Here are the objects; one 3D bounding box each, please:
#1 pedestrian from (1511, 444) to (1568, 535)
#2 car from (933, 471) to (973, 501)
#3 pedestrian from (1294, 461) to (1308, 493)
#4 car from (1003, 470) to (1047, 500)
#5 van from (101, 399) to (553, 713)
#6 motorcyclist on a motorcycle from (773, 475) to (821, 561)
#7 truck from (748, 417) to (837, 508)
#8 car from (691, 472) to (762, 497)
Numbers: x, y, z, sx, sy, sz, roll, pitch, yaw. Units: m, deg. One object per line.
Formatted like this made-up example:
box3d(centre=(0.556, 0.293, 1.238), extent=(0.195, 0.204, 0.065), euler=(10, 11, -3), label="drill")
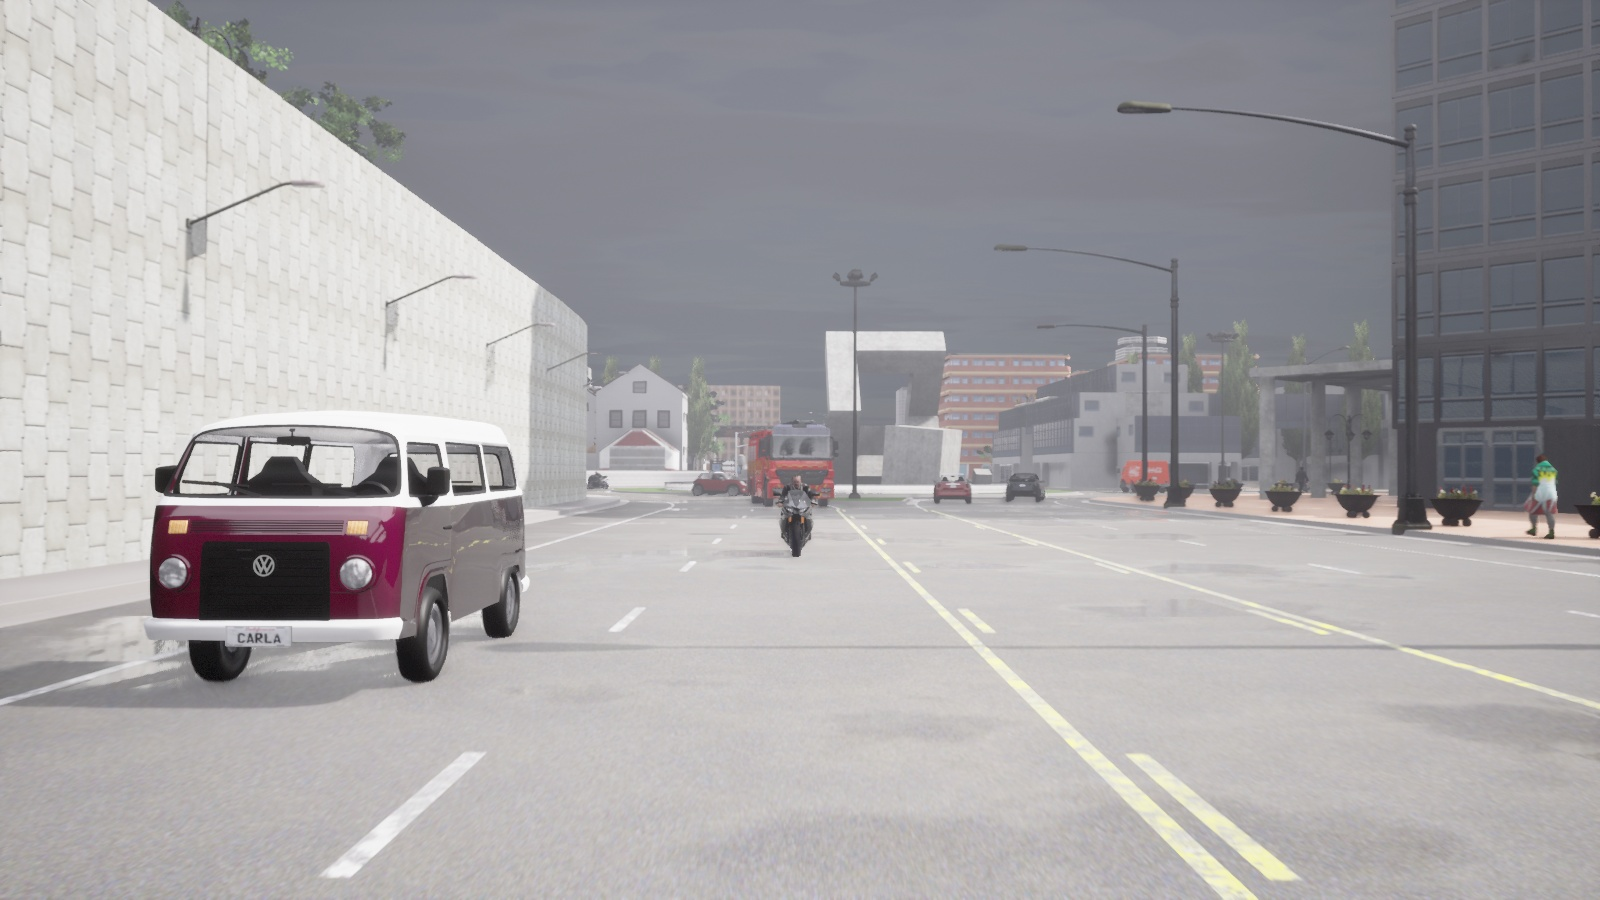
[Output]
box3d(centre=(16.160, 0.865, 27.471), extent=(0.659, 1.952, 0.873), euler=(0, -1, -7), label="pedestrian")
box3d(centre=(7.710, 1.811, 63.451), extent=(1.970, 1.475, 3.806), euler=(0, -1, 6), label="car")
box3d(centre=(30.236, 1.640, 75.755), extent=(0.788, 1.949, 0.423), euler=(1, -1, -39), label="pedestrian")
box3d(centre=(12.073, 1.839, 67.281), extent=(2.007, 1.525, 4.514), euler=(-1, -1, 14), label="car")
box3d(centre=(-3.527, 0.727, 10.436), extent=(2.069, 2.038, 4.480), euler=(0, -1, 0), label="van")
box3d(centre=(-0.057, 1.244, 23.571), extent=(0.866, 1.530, 2.191), euler=(0, -1, 0), label="motorcyclist on a motorcycle")
box3d(centre=(-0.484, 0.607, 57.034), extent=(2.891, 3.827, 8.468), euler=(0, -1, -9), label="truck")
box3d(centre=(-4.459, 2.071, 76.039), extent=(3.806, 1.475, 1.970), euler=(-1, -1, 28), label="car")
